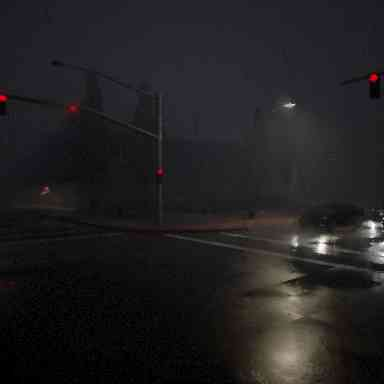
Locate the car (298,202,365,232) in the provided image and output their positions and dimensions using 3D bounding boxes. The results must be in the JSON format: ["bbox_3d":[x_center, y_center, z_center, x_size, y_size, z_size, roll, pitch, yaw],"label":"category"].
[{"bbox_3d":[8.204,1.342,19.421,5.008,1.535,1.882,-1,0,-39],"label":"car"}]

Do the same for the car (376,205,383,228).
[{"bbox_3d":[12.117,1.449,18.062,4.718,1.301,1.895,-1,0,-39],"label":"car"}]

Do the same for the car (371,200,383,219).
[{"bbox_3d":[15.383,1.287,25.452,4.902,1.511,2.128,-1,0,-42],"label":"car"}]
